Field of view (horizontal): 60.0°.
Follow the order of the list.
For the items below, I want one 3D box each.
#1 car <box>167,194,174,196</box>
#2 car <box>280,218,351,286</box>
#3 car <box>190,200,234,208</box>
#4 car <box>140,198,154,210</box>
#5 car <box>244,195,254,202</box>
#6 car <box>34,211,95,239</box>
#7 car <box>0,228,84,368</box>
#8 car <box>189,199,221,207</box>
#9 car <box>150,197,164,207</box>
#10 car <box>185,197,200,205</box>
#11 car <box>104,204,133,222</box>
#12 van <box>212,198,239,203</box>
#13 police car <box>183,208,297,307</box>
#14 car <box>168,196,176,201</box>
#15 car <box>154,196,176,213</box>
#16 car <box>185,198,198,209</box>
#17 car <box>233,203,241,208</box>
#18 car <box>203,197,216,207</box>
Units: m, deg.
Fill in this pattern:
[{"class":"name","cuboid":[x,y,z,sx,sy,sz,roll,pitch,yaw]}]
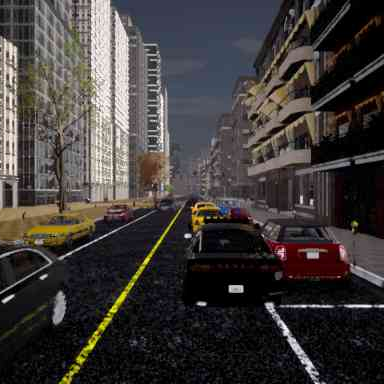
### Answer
[{"class":"car","cuboid":[-5.547,1.402,86.037,2.192,1.841,5.009,0,0,0]},{"class":"car","cuboid":[2.706,1.442,9.373,1.967,1.590,4.097,0,0,0]},{"class":"car","cuboid":[0.932,1.461,18.235,1.801,1.575,5.366,0,0,0]},{"class":"car","cuboid":[-5.619,1.549,42.414,1.752,1.417,4.829,0,0,0]},{"class":"car","cuboid":[13.549,1.403,73.023,4.403,1.369,2.008,-1,1,0]},{"class":"car","cuboid":[-5.665,1.529,14.750,1.752,1.417,4.829,0,0,0]},{"class":"car","cuboid":[-3.093,1.505,4.091,1.837,1.490,4.892,0,0,0]},{"class":"car","cuboid":[0.941,1.488,24.046,1.882,1.535,5.008,0,0,0]},{"class":"car","cuboid":[-5.600,1.579,53.649,1.887,1.381,4.507,0,0,0]},{"class":"car","cuboid":[0.131,1.643,59.166,1.895,1.301,4.718,0,0,8]},{"class":"car","cuboid":[-5.647,1.593,25.986,1.802,1.307,4.206,0,0,0]},{"class":"van","cuboid":[2.734,1.352,25.971,1.690,1.788,3.998,0,0,0]},{"class":"police car","cuboid":[0.823,1.427,8.180,1.930,1.638,5.238,0,0,2]},{"class":"car","cuboid":[-5.538,1.664,91.560,1.947,1.339,4.313,0,0,0]},{"class":"car","cuboid":[-2.935,1.545,37.909,1.812,1.442,4.674,0,0,0]},{"class":"car","cuboid":[0.112,1.504,46.090,1.882,1.535,5.008,0,0,0]},{"class":"car","cuboid":[2.724,1.589,20.439,1.802,1.307,4.206,0,0,0]},{"class":"car","cuboid":[2.780,1.586,53.635,2.008,1.369,4.403,0,0,0]}]
